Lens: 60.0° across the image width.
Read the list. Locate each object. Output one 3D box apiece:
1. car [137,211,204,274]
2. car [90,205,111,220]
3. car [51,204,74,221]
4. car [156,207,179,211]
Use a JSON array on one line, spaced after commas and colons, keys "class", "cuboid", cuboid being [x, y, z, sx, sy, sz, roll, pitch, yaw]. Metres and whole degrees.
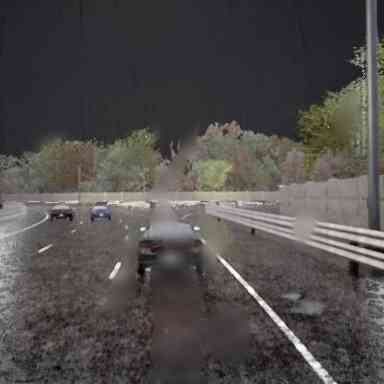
[{"class": "car", "cuboid": [-0.735, 1.624, 11.160, 1.882, 1.535, 5.008, 0, -1, -4]}, {"class": "car", "cuboid": [-9.216, 2.004, 33.376, 1.812, 1.442, 4.674, 0, -1, -18]}, {"class": "car", "cuboid": [-12.588, 1.966, 32.449, 1.882, 1.535, 5.008, 0, -1, -18]}, {"class": "car", "cuboid": [-2.067, 1.928, 27.905, 1.994, 1.385, 4.181, 0, -1, -4]}]
